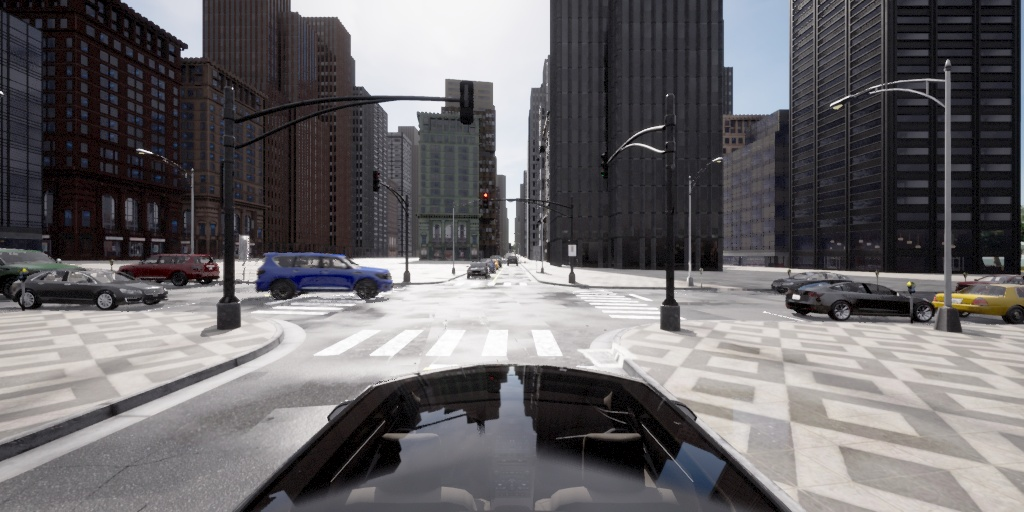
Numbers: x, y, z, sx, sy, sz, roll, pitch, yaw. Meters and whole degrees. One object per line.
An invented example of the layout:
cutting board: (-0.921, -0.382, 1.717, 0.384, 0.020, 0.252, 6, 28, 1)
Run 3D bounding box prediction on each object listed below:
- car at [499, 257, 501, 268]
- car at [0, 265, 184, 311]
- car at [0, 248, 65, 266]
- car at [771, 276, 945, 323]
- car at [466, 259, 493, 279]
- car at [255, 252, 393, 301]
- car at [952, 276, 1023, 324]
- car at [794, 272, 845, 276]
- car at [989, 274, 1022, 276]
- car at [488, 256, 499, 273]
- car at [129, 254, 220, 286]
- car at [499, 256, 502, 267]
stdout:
car: (-3.017, 1.227, 52.486, 1.882, 1.535, 5.008, 0, 0, 0)
car: (-14.765, 1.116, 12.638, 4.403, 1.370, 2.007, 0, 0, 0)
car: (-21.695, 0.684, 15.407, 5.566, 2.045, 2.150, 2, 0, 0)
car: (12.143, 1.524, 12.690, 4.313, 1.339, 1.948, 0, 0, 0)
car: (-3.055, 1.254, 33.235, 1.837, 1.490, 4.892, 0, 0, 0)
car: (-8.383, 0.887, 16.406, 5.566, 2.045, 2.150, 1, 1, -15)
car: (17.955, 1.571, 12.680, 4.829, 1.417, 1.751, 0, 0, 0)
car: (17.808, 1.591, 21.206, 4.403, 1.370, 2.007, 0, 0, 0)
car: (29.094, 1.766, 21.187, 4.507, 1.381, 1.888, 0, 0, 0)
car: (-3.038, 1.102, 42.288, 2.097, 1.767, 4.553, 0, 0, 0)
car: (-20.199, 0.799, 21.173, 5.009, 1.841, 2.192, 0, 0, 0)
car: (-2.954, 0.973, 63.188, 2.150, 2.045, 5.566, 0, 0, 1)
